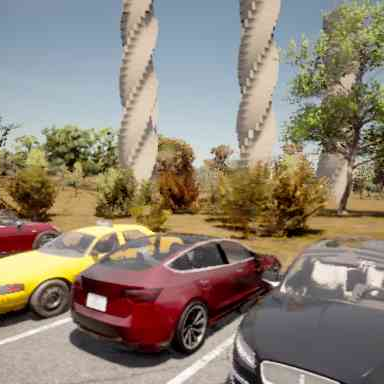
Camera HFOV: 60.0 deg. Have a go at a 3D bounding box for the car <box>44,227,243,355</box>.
[{"bbox_3d":[0.079,1.514,6.348,2.163,1.488,4.792,0,0,35],"label":"car"}]

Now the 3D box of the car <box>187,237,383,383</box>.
[{"bbox_3d":[2.307,1.482,4.734,2.231,1.521,4.892,0,0,35],"label":"car"}]

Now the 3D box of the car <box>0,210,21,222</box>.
[{"bbox_3d":[-6.687,1.346,11.092,2.185,1.767,4.553,0,0,35],"label":"car"}]

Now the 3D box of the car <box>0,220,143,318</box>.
[{"bbox_3d":[-2.294,1.480,7.774,1.946,1.575,5.366,0,0,35],"label":"car"}]
